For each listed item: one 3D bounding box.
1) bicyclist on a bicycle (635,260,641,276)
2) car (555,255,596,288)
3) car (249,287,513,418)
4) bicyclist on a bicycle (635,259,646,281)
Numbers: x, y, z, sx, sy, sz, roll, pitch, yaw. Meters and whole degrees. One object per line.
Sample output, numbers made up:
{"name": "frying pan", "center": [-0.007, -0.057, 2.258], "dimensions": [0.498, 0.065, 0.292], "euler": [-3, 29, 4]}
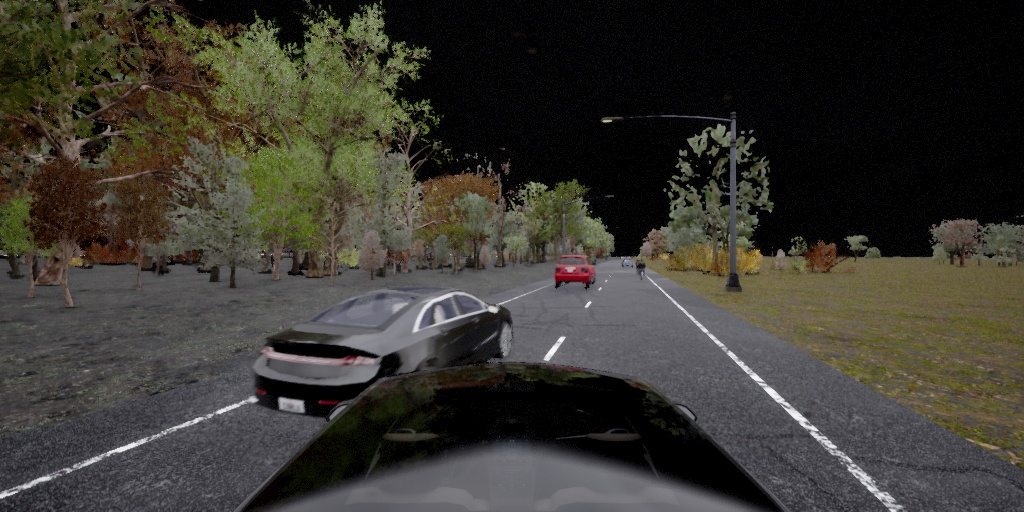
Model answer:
{"name": "bicyclist on a bicycle", "center": [12.999, 1.212, 36.981], "dimensions": [0.582, 1.620, 1.656], "euler": [0, 0, 17]}
{"name": "car", "center": [4.295, 0.976, 23.920], "dimensions": [2.150, 2.045, 5.566], "euler": [0, 0, 18]}
{"name": "car", "center": [-1.421, 1.242, 5.809], "dimensions": [2.128, 1.511, 4.902], "euler": [0, 0, 18]}
{"name": "bicyclist on a bicycle", "center": [10.349, 1.127, 28.588], "dimensions": [0.659, 1.776, 1.843], "euler": [0, 0, 17]}
